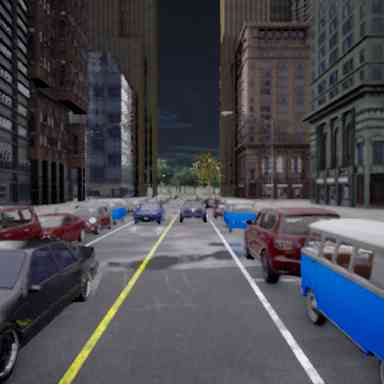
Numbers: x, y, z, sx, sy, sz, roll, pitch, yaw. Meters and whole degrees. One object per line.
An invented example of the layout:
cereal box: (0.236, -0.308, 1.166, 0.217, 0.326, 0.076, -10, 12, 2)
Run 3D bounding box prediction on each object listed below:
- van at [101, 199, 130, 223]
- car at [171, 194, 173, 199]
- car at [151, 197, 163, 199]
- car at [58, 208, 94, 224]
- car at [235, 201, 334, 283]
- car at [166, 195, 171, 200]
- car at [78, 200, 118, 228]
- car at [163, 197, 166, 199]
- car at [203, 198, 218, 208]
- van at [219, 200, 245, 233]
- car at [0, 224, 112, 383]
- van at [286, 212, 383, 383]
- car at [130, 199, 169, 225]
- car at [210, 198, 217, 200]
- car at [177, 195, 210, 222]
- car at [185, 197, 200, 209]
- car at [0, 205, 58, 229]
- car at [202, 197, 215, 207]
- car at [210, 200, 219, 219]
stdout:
van: (-5.785, 1.380, 23.528, 1.690, 1.788, 3.998, -1, 0, 0)
car: (-5.801, 1.644, 71.125, 1.947, 1.339, 4.313, -1, 0, 0)
car: (-5.793, 1.617, 49.613, 1.887, 1.381, 4.507, -1, 0, 0)
car: (-5.778, 1.568, 13.755, 1.887, 1.381, 4.507, -1, 0, 0)
car: (2.771, 1.333, 9.667, 2.192, 1.841, 5.009, -1, 0, 0)
car: (-5.799, 1.630, 65.746, 2.008, 1.369, 4.403, -1, 0, 0)
car: (-5.782, 1.472, 18.641, 1.967, 1.590, 4.097, -1, 0, 0)
car: (-5.795, 1.658, 54.990, 1.802, 1.307, 4.206, -1, 0, 0)
car: (2.732, 1.640, 50.316, 1.947, 1.339, 4.313, -1, 0, 0)
van: (2.779, 1.376, 19.842, 1.690, 1.788, 3.998, -1, 0, 0)
car: (-3.094, 1.558, 5.616, 2.033, 1.411, 5.357, 0, 0, 0)
van: (2.768, 1.350, 4.579, 1.690, 1.788, 3.998, -1, 0, 0)
car: (-3.077, 1.519, 24.853, 1.882, 1.535, 5.008, 0, 0, 0)
car: (2.735, 1.636, 45.112, 1.947, 1.339, 4.313, -1, 0, 0)
car: (0.085, 1.396, 27.074, 2.097, 1.767, 4.553, 0, 0, 0)
car: (0.081, 1.548, 46.315, 1.882, 1.535, 5.008, 0, 0, 0)
car: (-5.779, 1.331, 8.869, 2.192, 1.841, 5.009, -1, 0, 0)
car: (2.730, 1.628, 55.518, 2.008, 1.369, 4.403, -1, 0, 0)
car: (2.741, 1.631, 29.505, 1.802, 1.307, 4.206, -1, 0, 0)
